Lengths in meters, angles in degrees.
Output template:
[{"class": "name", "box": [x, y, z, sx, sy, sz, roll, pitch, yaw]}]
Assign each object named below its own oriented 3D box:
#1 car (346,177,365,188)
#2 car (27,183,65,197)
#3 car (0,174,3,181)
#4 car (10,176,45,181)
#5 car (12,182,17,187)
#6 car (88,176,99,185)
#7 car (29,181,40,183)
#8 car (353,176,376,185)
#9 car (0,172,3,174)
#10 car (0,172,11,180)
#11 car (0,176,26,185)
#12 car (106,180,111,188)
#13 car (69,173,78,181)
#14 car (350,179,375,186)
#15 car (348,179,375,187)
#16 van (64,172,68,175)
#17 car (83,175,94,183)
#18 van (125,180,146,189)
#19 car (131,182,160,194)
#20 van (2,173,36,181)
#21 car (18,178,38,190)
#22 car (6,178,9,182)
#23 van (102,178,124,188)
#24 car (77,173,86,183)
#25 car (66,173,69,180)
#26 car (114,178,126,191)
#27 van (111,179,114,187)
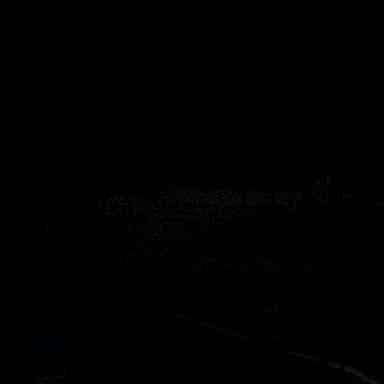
[{"class": "car", "box": [35.399, -1.662, 70.558, 4.792, 1.488, 2.163, -3, 4, 14]}, {"class": "car", "box": [-19.937, -0.121, 46.340, 2.002, 1.452, 4.674, 4, 5, 31]}, {"class": "car", "box": [-34.628, -2.123, 64.659, 2.097, 1.535, 5.008, 4, 5, 31]}, {"class": "car", "box": [-27.277, -1.270, 55.519, 2.185, 1.767, 4.553, 5, 6, 31]}, {"class": "car", "box": [-25.475, -0.867, 53.188, 2.163, 1.488, 4.792, 5, 6, 31]}, {"class": "car", "box": [-20.241, -2.247, 74.930, 2.231, 1.521, 4.892, 6, 5, 33]}, {"class": "car", "box": [-21.766, -0.379, 48.657, 2.163, 1.488, 4.792, 4, 5, 31]}, {"class": "car", "box": [41.726, -2.787, 80.477, 4.553, 1.767, 2.185, -3, 3, 12]}, {"class": "car", "box": [-43.707, -3.347, 76.127, 2.097, 1.535, 5.008, 5, 6, 32]}, {"class": "car", "box": [-45.500, -3.715, 78.433, 2.185, 1.767, 4.553, 5, 6, 32]}, {"class": "car", "box": [-36.428, -2.340, 66.980, 2.163, 1.488, 4.792, 4, 5, 32]}, {"class": "car", "box": [-14.853, -1.616, 67.719, 2.185, 1.767, 4.553, 5, 4, 33]}, {"class": "car", "box": [-27.551, -3.509, 84.434, 2.435, 2.045, 5.566, 5, 4, 32]}, {"class": "car", "box": [38.644, -2.141, 75.491, 4.674, 1.452, 2.002, -3, 3, 13]}, {"class": "car", "box": [37.053, -1.937, 73.005, 4.892, 1.521, 2.231, -3, 4, 14]}, {"class": "van", "box": [-31.204, -3.987, 89.200, 1.878, 1.987, 4.442, 5, 4, 32]}, {"class": "car", "box": [-22.054, -2.472, 77.335, 2.163, 1.488, 4.792, 5, 4, 32]}, {"class": "van", "box": [-9.391, -0.963, 60.658, 1.878, 1.987, 4.442, 5, 4, 33]}, {"class": "car", "box": [-7.678, -0.483, 58.179, 2.097, 1.535, 5.008, 5, 4, 33]}, {"class": "van", "box": [-31.025, -1.853, 59.970, 1.878, 1.987, 4.442, 5, 6, 31]}, {"class": "car", "box": [-23.597, -0.779, 50.934, 2.185, 1.767, 4.553, 5, 6, 31]}, {"class": "car", "box": [-29.145, -1.389, 57.795, 2.097, 1.535, 5.008, 4, 5, 31]}, {"class": "van", "box": [-16.565, -1.972, 70.232, 1.878, 1.987, 4.442, 5, 4, 33]}, {"class": "car", "box": [-23.867, -3.005, 79.701, 2.435, 2.045, 5.566, 5, 4, 32]}, {"class": "car", "box": [-29.522, -3.507, 86.611, 1.946, 1.575, 5.366, 6, 5, 32]}, {"class": "car", "box": [-11.254, -1.236, 62.922, 2.435, 2.045, 5.566, 6, 5, 33]}, {"class": "van", "box": [-13.095, -1.461, 65.243, 1.878, 1.987, 4.442, 6, 5, 33]}]
